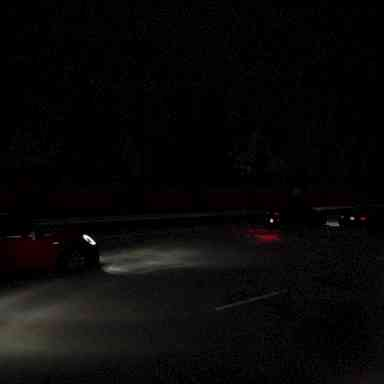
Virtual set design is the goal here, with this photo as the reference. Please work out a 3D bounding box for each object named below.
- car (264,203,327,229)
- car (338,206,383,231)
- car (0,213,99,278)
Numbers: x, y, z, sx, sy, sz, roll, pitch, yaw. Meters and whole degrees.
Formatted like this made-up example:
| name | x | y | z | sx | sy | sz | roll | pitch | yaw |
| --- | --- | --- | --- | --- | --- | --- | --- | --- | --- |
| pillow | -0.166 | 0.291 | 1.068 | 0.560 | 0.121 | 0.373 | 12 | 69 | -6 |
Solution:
| name | x | y | z | sx | sy | sz | roll | pitch | yaw |
| --- | --- | --- | --- | --- | --- | --- | --- | --- | --- |
| car | 6.804 | 1.503 | 21.656 | 4.892 | 1.490 | 1.837 | 1 | 0 | -36 |
| car | 11.179 | 1.548 | 20.519 | 5.357 | 1.411 | 2.033 | 0 | 0 | -37 |
| car | -4.874 | 1.353 | 8.873 | 4.553 | 1.767 | 2.097 | 0 | 0 | -36 |
